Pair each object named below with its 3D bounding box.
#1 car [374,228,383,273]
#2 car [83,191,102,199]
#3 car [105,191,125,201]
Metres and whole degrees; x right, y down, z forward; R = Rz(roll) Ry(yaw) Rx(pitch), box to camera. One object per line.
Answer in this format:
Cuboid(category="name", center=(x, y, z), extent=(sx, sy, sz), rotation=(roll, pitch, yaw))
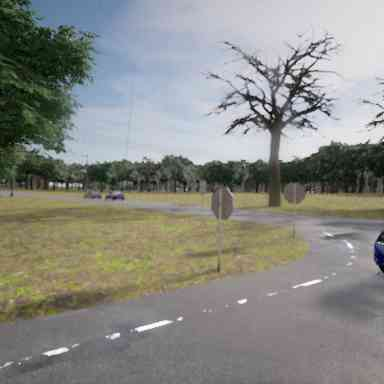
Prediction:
Cuboid(category="car", center=(7.181, 1.073, 8.986), extent=(5.566, 2.045, 2.150), rotation=(-3, 2, -35))
Cuboid(category="car", center=(-17.979, 0.579, 60.281), extent=(2.033, 1.411, 5.357), rotation=(2, -1, -36))
Cuboid(category="car", center=(-12.027, 0.605, 52.086), extent=(1.812, 1.442, 4.674), rotation=(2, -1, -35))
